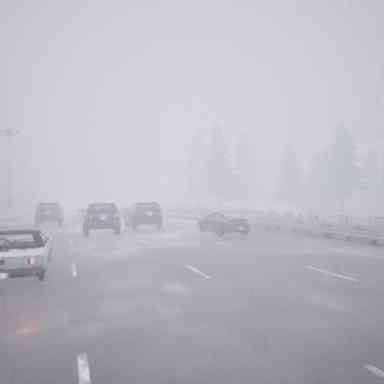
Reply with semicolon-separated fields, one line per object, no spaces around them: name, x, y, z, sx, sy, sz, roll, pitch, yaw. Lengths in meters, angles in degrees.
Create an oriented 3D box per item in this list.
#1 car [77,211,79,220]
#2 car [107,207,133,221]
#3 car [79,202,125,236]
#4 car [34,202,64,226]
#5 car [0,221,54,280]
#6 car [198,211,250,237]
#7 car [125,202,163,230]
car;-11.689;2.435;36.870;2.033;1.411;5.357;0;-1;-21
car;-8.201;2.417;37.534;2.033;1.411;5.357;0;-1;-21
car;-6.133;1.708;22.097;2.150;2.045;5.566;0;-2;-20
car;-12.815;1.957;29.916;2.150;2.045;5.566;0;-1;-21
car;-5.393;1.814;10.209;1.895;1.301;4.718;0;-1;-21
car;1.889;1.900;20.628;1.812;1.442;4.674;0;-1;-21
car;-3.911;1.782;26.127;2.150;2.045;5.566;0;-1;-21
